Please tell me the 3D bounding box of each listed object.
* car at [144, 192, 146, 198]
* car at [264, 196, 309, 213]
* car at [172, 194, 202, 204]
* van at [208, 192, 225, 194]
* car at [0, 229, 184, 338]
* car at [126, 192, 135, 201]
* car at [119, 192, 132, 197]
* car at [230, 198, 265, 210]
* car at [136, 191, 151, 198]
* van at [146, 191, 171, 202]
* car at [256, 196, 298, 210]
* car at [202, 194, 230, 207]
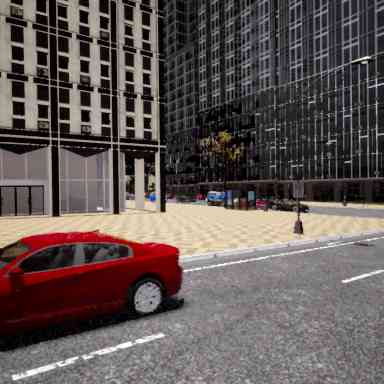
[{"bbox_3d":[-8.661,0.615,77.143,2.192,1.841,5.009,0,1,-35],"label":"car"},{"bbox_3d":[10.158,1.424,34.891,1.947,1.339,4.313,-1,1,-35],"label":"car"},{"bbox_3d":[-0.848,1.107,55.671,1.837,1.490,4.892,-1,1,-34],"label":"car"},{"bbox_3d":[4.250,0.855,58.431,1.690,1.788,3.998,0,1,-35],"label":"van"},{"bbox_3d":[-2.503,1.477,5.894,5.008,1.535,1.882,0,0,-36],"label":"car"},{"bbox_3d":[-12.331,1.039,67.710,2.008,1.369,4.403,0,1,-35],"label":"car"},{"bbox_3d":[-18.345,0.688,91.179,2.008,1.369,4.403,0,1,-35],"label":"car"},{"bbox_3d":[6.944,1.388,39.581,1.802,1.307,4.206,0,1,-35],"label":"car"},{"bbox_3d":[-11.890,0.686,81.822,1.967,1.590,4.097,0,1,-35],"label":"car"},{"bbox_3d":[-5.875,0.937,58.351,1.690,1.788,3.998,0,1,-35],"label":"van"},{"bbox_3d":[10.074,1.282,39.788,1.837,1.490,4.892,-1,1,-35],"label":"car"},{"bbox_3d":[3.764,1.319,44.291,1.947,1.339,4.313,0,1,-35],"label":"car"}]
